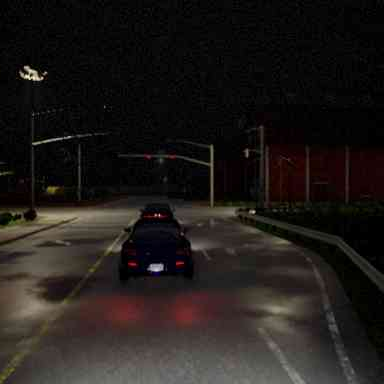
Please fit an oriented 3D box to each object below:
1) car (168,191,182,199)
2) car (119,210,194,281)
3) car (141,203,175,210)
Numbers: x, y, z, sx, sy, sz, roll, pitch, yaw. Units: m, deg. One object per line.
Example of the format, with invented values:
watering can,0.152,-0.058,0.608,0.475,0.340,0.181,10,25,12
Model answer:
car,-4.234,0.691,82.925,3.866,1.878,1.905,-2,5,42
car,-1.002,1.473,9.598,1.812,1.442,4.674,0,0,-5
car,-1.974,1.401,19.035,1.837,1.490,4.892,0,0,-5
